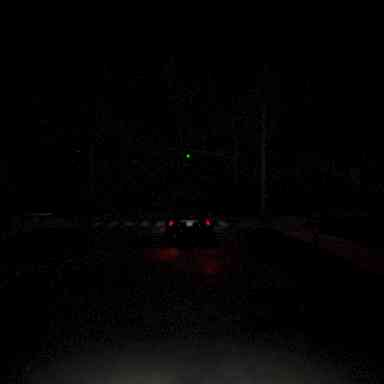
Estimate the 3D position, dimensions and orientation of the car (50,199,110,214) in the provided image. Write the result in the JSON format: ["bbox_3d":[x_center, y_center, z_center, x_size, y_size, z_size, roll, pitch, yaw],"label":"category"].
[{"bbox_3d":[-10.726,1.392,32.091,5.357,1.411,2.033,0,0,-7],"label":"car"}]

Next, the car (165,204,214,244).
[{"bbox_3d":[-0.131,1.345,15.927,2.097,1.767,4.553,0,0,-1],"label":"car"}]
